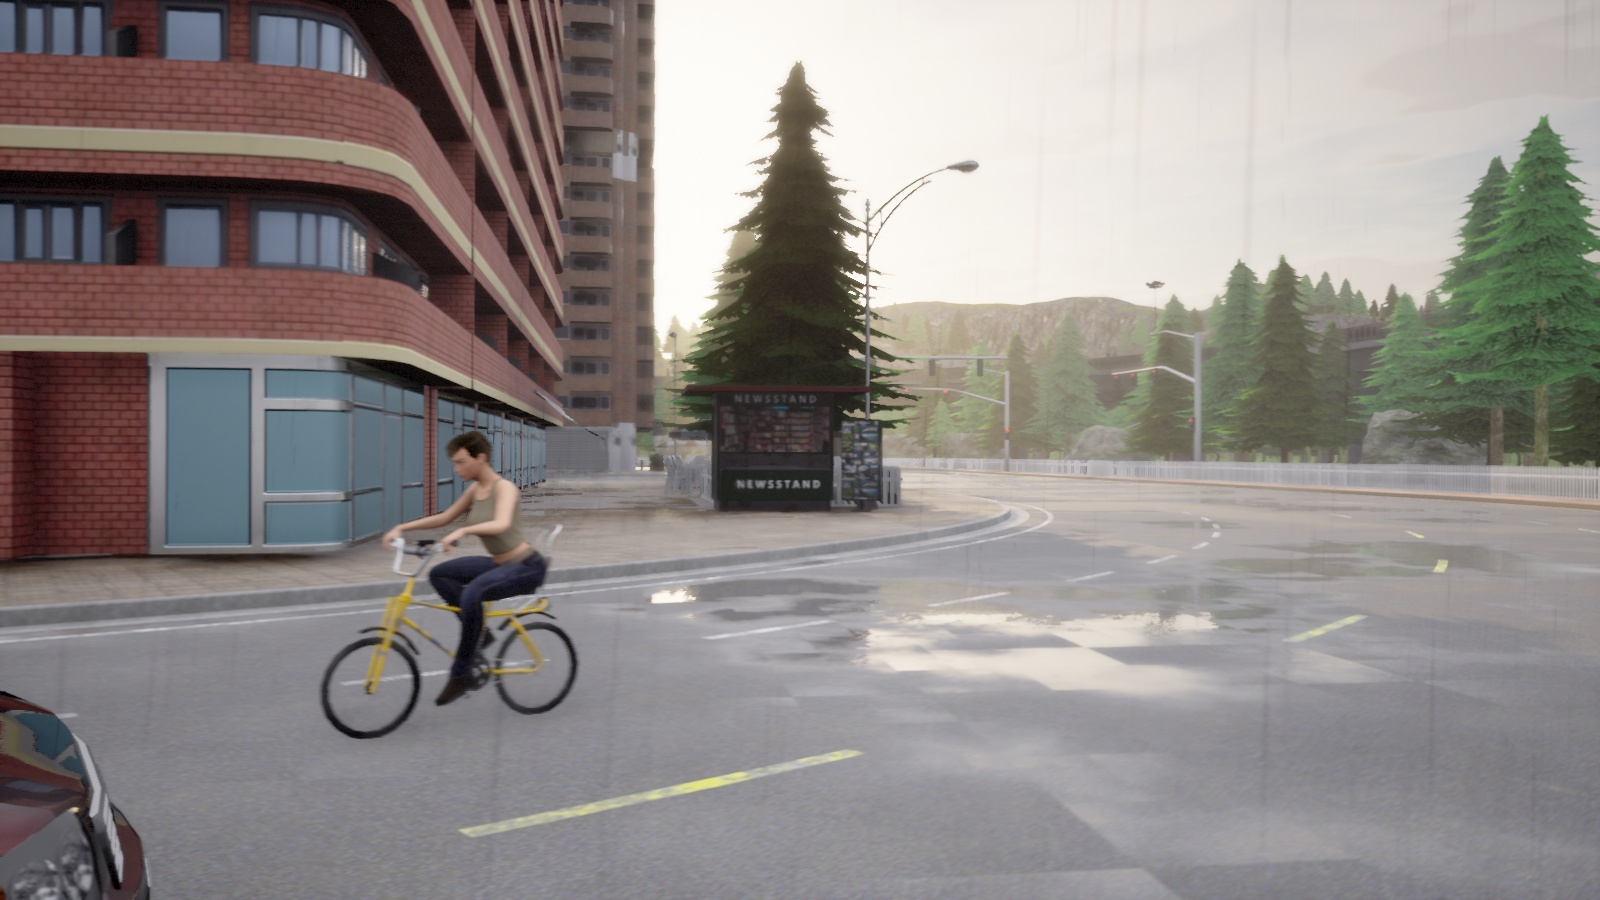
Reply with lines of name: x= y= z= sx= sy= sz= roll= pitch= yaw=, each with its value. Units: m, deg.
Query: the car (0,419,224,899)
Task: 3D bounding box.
car: x=-2.907 y=0.737 z=1.625 sx=3.705 sy=1.549 sz=1.789 roll=0 pitch=0 yaw=-33

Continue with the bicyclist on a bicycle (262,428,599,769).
bicyclist on a bicycle: x=-1.971 y=0.708 z=6.762 sx=1.509 sy=1.612 sz=0.866 roll=0 pitch=-1 yaw=-40
